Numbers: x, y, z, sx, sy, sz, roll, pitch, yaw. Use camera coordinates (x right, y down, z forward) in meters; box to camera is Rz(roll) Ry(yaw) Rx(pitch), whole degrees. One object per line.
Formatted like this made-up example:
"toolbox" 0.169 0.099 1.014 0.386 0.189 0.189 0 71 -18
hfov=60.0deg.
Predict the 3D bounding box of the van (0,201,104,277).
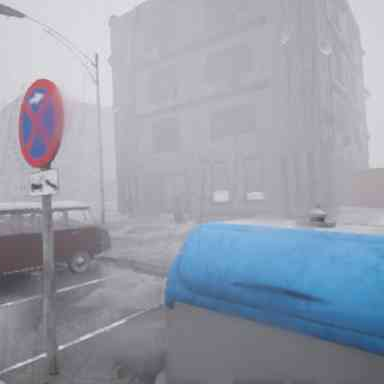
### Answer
"van" -4.297 1.246 8.528 1.878 1.987 4.442 0 0 36
